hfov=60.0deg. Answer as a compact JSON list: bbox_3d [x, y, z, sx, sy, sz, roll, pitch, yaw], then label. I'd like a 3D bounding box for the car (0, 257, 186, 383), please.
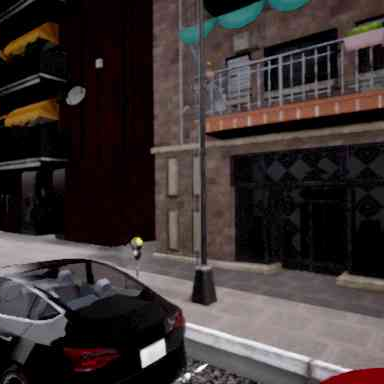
[{"bbox_3d":[-2.058,1.554,4.365,4.313,1.339,1.947,0,-1,36],"label":"car"}]

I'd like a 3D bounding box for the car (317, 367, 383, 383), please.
[{"bbox_3d":[2.550,1.550,1.074,4.507,1.381,1.887,0,-1,36],"label":"car"}]
